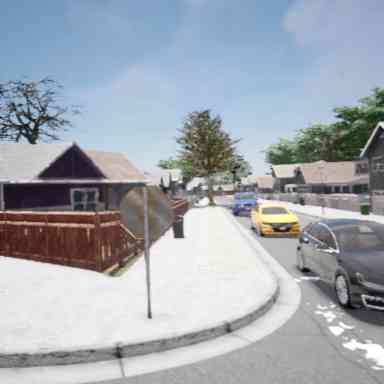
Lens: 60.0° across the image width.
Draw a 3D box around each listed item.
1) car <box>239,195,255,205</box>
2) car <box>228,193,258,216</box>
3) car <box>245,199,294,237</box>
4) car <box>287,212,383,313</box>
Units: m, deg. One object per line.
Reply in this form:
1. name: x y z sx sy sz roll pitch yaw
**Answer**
1. car: 8.829 1.249 54.019 1.882 1.535 5.008 -2 0 3
2. car: 4.917 1.110 31.370 2.150 2.045 5.566 -2 0 3
3. car: 4.280 1.392 17.855 1.882 1.535 5.008 -2 0 3
4. car: 3.812 1.445 7.770 1.837 1.490 4.892 -2 0 3
